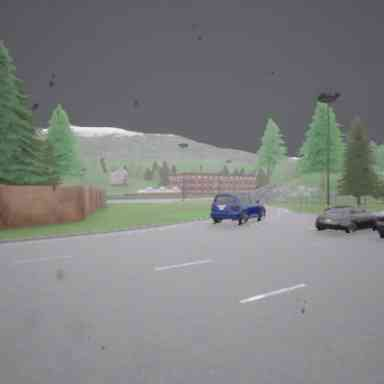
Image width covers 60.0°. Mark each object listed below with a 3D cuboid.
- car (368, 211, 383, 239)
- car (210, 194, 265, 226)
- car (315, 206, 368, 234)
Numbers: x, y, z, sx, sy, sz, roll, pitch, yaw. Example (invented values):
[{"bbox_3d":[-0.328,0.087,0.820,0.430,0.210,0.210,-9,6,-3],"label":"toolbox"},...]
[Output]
[{"bbox_3d":[10.519,1.416,15.552,4.892,1.490,1.837,0,0,-35],"label":"car"},{"bbox_3d":[3.304,1.139,23.342,2.150,2.045,5.566,0,0,32],"label":"car"},{"bbox_3d":[8.805,1.473,18.629,4.181,1.385,1.994,0,0,-35],"label":"car"}]
